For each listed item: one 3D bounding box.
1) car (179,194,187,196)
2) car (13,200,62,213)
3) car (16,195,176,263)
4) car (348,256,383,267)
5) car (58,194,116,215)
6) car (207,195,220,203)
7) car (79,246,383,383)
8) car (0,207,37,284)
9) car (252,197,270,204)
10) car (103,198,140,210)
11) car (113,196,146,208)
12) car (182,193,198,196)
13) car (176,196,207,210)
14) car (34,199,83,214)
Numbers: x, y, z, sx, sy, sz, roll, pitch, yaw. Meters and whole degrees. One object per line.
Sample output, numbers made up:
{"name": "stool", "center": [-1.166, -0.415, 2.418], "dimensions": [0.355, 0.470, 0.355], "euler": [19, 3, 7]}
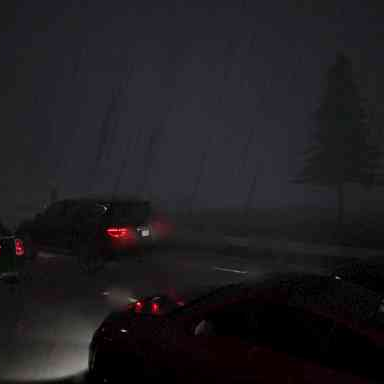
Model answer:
{"name": "car", "center": [-3.361, 1.478, 45.478], "dimensions": [1.882, 1.535, 5.008], "euler": [0, 0, 36]}
{"name": "car", "center": [-17.510, 1.600, 37.969], "dimensions": [1.895, 1.301, 4.718], "euler": [0, 0, 36]}
{"name": "car", "center": [-3.445, 1.221, 10.707], "dimensions": [5.566, 2.045, 2.150], "euler": [0, 0, 36]}
{"name": "car", "center": [4.734, 1.478, 4.913], "dimensions": [5.008, 1.535, 1.882], "euler": [0, 0, 35]}
{"name": "car", "center": [-10.946, 1.222, 35.089], "dimensions": [2.150, 2.045, 5.566], "euler": [0, 0, 36]}
{"name": "car", "center": [3.693, 1.351, 66.882], "dimensions": [2.097, 1.767, 4.553], "euler": [0, 0, 37]}
{"name": "car", "center": [0.865, 1.564, 3.371], "dimensions": [4.181, 1.385, 1.994], "euler": [0, 0, 35]}
{"name": "car", "center": [-6.188, 1.352, 8.364], "dimensions": [4.553, 1.767, 2.097], "euler": [0, 0, 36]}
{"name": "car", "center": [12.811, 1.565, 61.538], "dimensions": [1.994, 1.385, 4.181], "euler": [0, 0, 36]}
{"name": "car", "center": [-9.171, 1.526, 43.454], "dimensions": [1.812, 1.442, 4.674], "euler": [0, 0, 36]}
{"name": "car", "center": [-9.200, 1.477, 49.351], "dimensions": [1.882, 1.535, 5.008], "euler": [0, 0, 36]}
{"name": "car", "center": [-0.973, 1.223, 54.677], "dimensions": [2.150, 2.045, 5.566], "euler": [0, 0, 36]}
{"name": "car", "center": [-0.381, 1.563, 43.624], "dimensions": [1.994, 1.385, 4.181], "euler": [0, 0, 36]}
{"name": "car", "center": [-14.461, 1.526, 36.210], "dimensions": [1.812, 1.442, 4.674], "euler": [0, 0, 36]}
